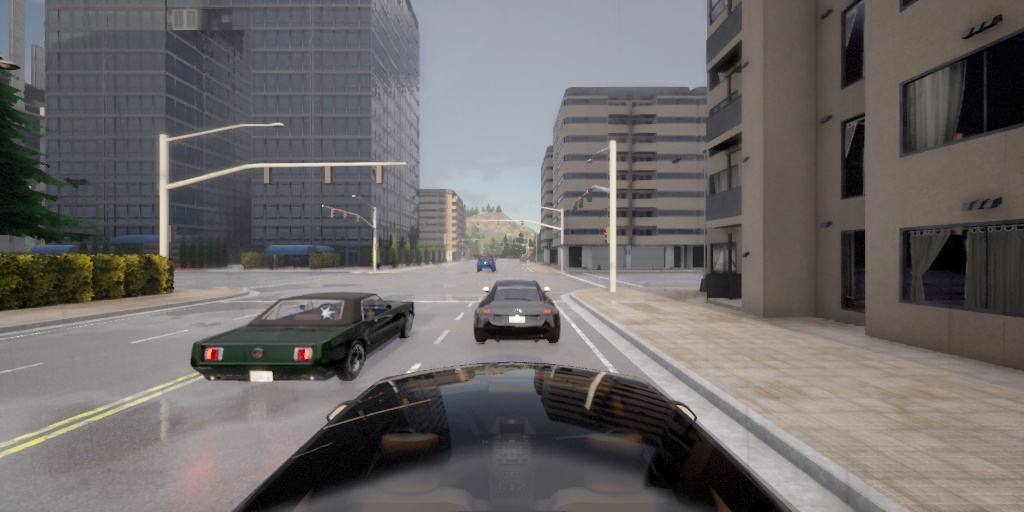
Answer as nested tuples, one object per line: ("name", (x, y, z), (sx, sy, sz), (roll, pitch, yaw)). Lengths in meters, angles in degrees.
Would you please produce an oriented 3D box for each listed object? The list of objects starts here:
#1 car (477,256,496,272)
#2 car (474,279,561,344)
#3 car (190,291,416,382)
("car", (-3.248, 0.969, 46.216), (2.150, 2.045, 5.566), (0, 0, 0))
("car", (0.124, 1.314, 9.610), (1.994, 1.385, 4.181), (0, 0, 0))
("car", (-3.386, 1.351, 7.093), (1.895, 1.301, 4.718), (0, 0, 0))
